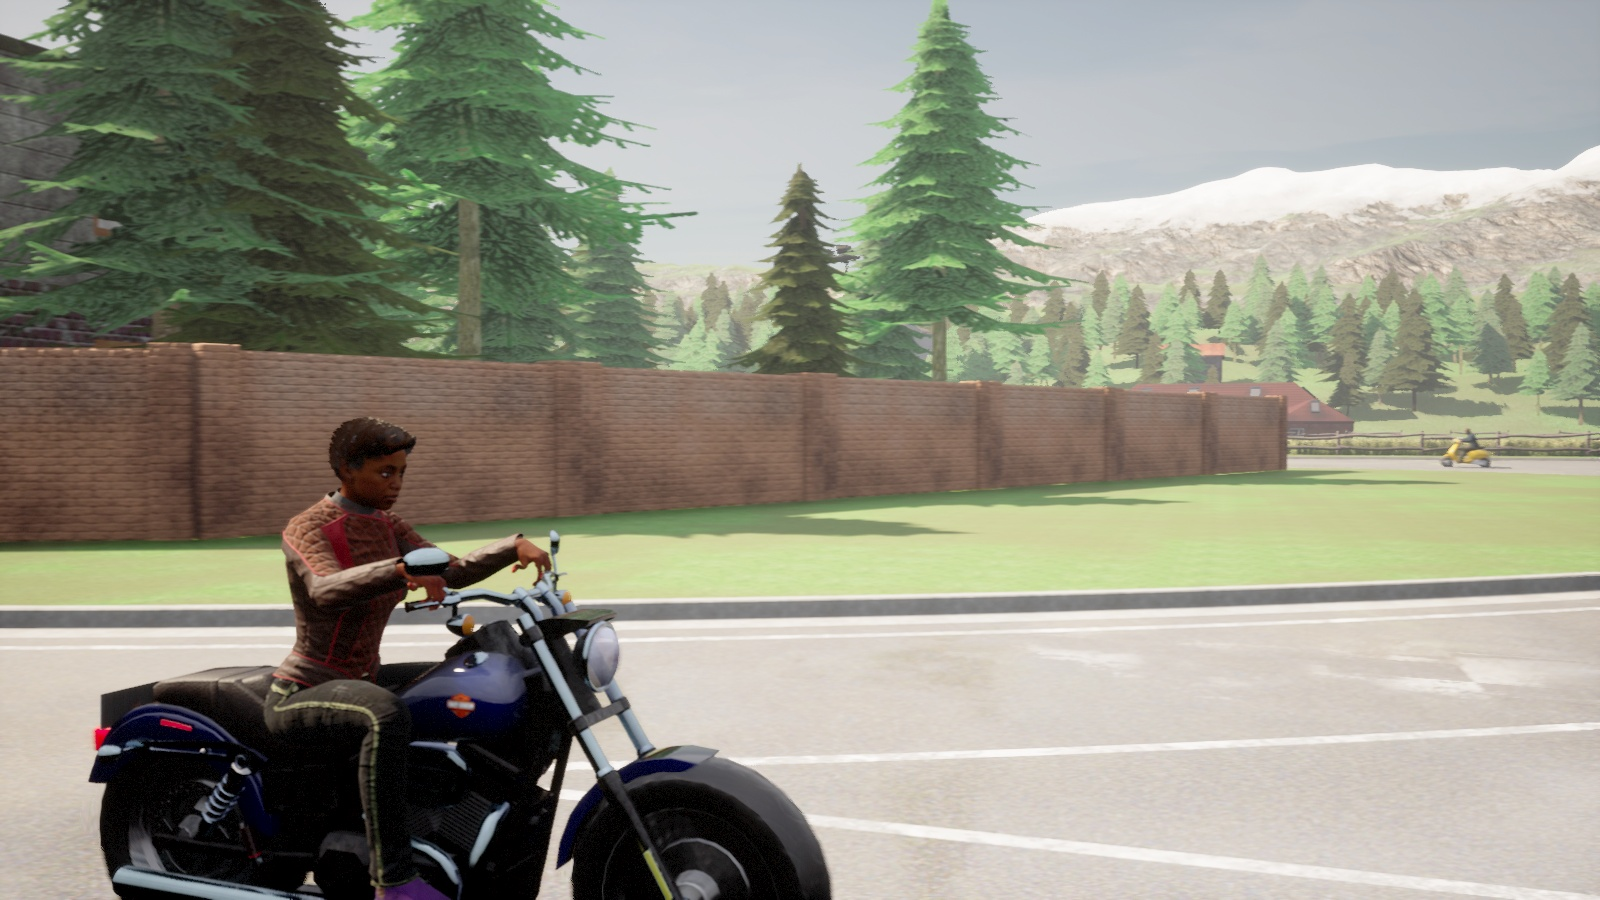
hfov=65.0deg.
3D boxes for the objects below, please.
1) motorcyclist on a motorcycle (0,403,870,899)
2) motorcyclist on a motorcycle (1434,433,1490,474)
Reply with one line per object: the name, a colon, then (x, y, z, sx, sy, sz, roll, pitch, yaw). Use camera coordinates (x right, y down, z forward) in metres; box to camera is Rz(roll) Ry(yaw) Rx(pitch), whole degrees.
motorcyclist on a motorcycle: (-1.049, 0.706, 3.545, 2.350, 1.649, 0.766, 1, 1, 19)
motorcyclist on a motorcycle: (26.050, 0.117, 49.442, 1.817, 1.590, 0.866, 1, 1, 19)
